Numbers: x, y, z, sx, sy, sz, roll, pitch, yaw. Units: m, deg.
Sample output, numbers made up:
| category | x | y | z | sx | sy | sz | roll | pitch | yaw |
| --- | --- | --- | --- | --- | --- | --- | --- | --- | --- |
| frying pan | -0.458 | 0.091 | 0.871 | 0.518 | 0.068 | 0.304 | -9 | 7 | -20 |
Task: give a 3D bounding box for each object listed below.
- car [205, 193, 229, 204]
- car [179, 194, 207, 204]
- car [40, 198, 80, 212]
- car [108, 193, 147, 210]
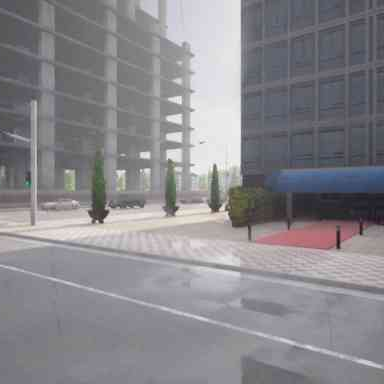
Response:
| category | x | y | z | sx | sy | sz | roll | pitch | yaw |
| --- | --- | --- | --- | --- | --- | --- | --- | --- | --- |
| car | 4.488 | 1.497 | 61.520 | 1.837 | 1.490 | 4.892 | 0 | 0 | 36 |
| car | -0.130 | 1.530 | 61.141 | 2.033 | 1.411 | 5.357 | 0 | 0 | 36 |
| car | -15.658 | 1.508 | 39.685 | 1.812 | 1.442 | 4.674 | 0 | 0 | 36 |
| car | -8.417 | 1.205 | 43.753 | 2.150 | 2.045 | 5.566 | 0 | 0 | 36 |
